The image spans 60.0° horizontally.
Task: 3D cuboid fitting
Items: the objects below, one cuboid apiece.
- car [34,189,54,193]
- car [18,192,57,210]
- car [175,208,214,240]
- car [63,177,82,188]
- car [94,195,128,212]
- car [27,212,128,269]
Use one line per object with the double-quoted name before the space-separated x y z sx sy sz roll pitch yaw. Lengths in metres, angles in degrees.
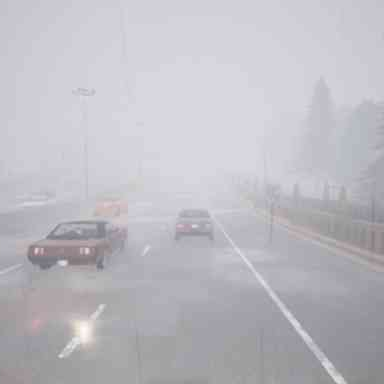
"car" -17.566 0.497 39.083 1.837 1.490 4.892 0 5 0
"car" -14.069 1.113 30.528 1.812 1.442 4.674 0 3 0
"car" 0.106 1.507 16.738 2.033 1.411 5.357 0 0 0
"car" -20.942 -1.795 58.304 2.097 1.767 4.553 0 6 0
"car" -6.890 1.034 28.672 2.097 1.767 4.553 0 3 0
"car" -3.396 1.575 10.971 1.895 1.301 4.718 0 0 0
